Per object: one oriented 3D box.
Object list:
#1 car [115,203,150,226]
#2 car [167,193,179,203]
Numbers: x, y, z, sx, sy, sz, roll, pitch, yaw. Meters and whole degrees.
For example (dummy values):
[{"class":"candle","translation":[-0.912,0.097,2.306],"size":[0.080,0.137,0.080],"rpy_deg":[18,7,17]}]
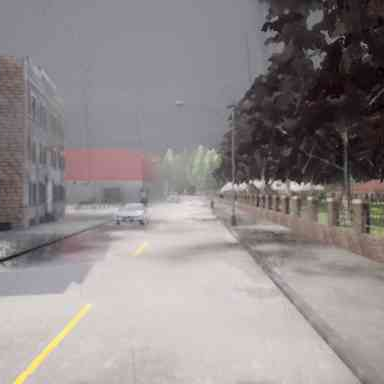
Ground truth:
[{"class":"car","translation":[-4.018,1.498,23.188],"size":[1.812,1.442,4.674],"rpy_deg":[0,0,0]},{"class":"car","translation":[-3.715,1.156,65.865],"size":[2.150,2.045,5.566],"rpy_deg":[1,0,0]}]
